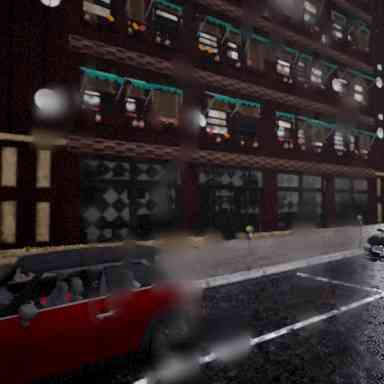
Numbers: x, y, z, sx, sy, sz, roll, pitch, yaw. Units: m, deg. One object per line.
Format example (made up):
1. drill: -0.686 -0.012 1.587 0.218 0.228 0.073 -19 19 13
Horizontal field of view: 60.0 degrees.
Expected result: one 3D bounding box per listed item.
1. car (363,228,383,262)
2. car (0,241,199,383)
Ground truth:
1. car: 7.396 1.553 10.936 4.403 1.369 2.008 -1 1 -34
2. car: -1.994 1.590 4.595 4.097 1.590 1.967 -1 1 -34
